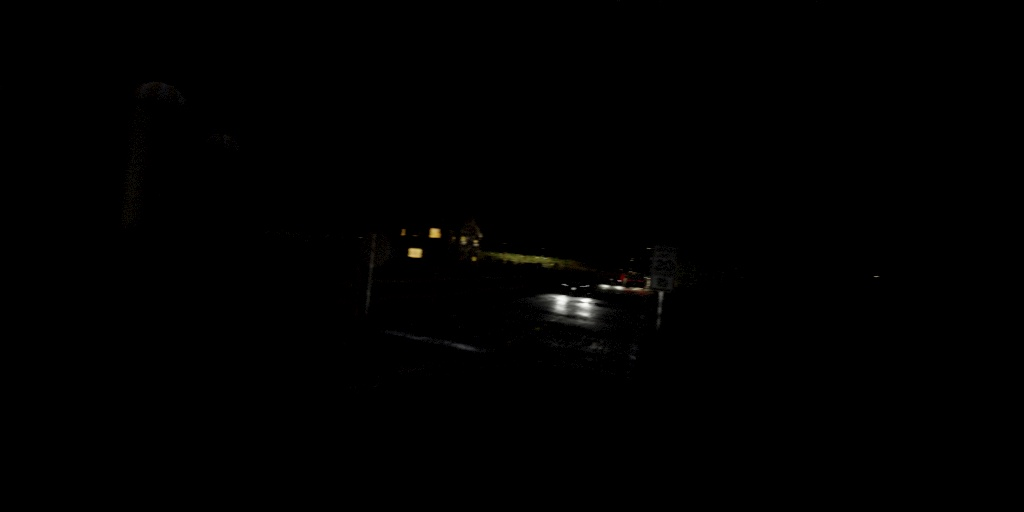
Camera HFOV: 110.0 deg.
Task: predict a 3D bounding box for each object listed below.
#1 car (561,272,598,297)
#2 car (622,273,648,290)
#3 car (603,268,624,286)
[{"bbox_3d":[4.762,1.905,24.743,1.837,1.490,4.892,5,0,21],"label":"car"},{"bbox_3d":[13.818,2.875,39.993,1.882,1.535,5.008,5,0,22],"label":"car"},{"bbox_3d":[12.890,2.563,45.222,2.150,2.045,5.566,5,-1,22],"label":"car"}]
